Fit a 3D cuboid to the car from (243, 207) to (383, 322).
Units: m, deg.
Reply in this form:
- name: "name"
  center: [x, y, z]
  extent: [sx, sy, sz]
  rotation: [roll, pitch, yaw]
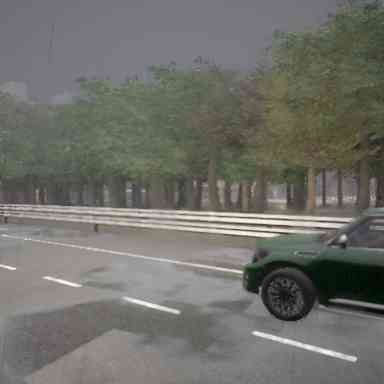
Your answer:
- name: "car"
  center: [3.643, 1.222, 5.572]
  extent: [5.566, 2.045, 2.150]
  rotation: [0, 0, 35]
